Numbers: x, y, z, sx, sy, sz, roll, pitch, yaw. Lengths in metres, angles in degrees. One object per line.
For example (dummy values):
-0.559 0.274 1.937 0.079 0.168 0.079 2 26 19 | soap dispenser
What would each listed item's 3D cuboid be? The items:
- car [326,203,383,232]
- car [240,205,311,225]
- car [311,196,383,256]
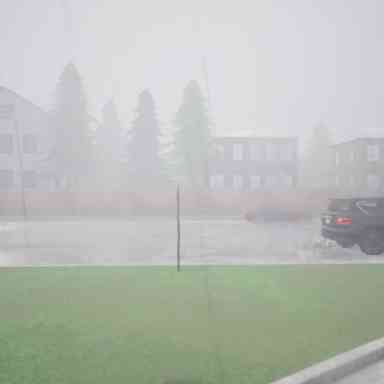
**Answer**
10.789 1.466 19.719 4.892 1.490 1.837 -1 0 -2 | car
5.826 1.565 23.006 4.718 1.301 1.895 0 0 -2 | car
7.755 1.193 12.580 5.566 2.045 2.150 0 0 -2 | car
